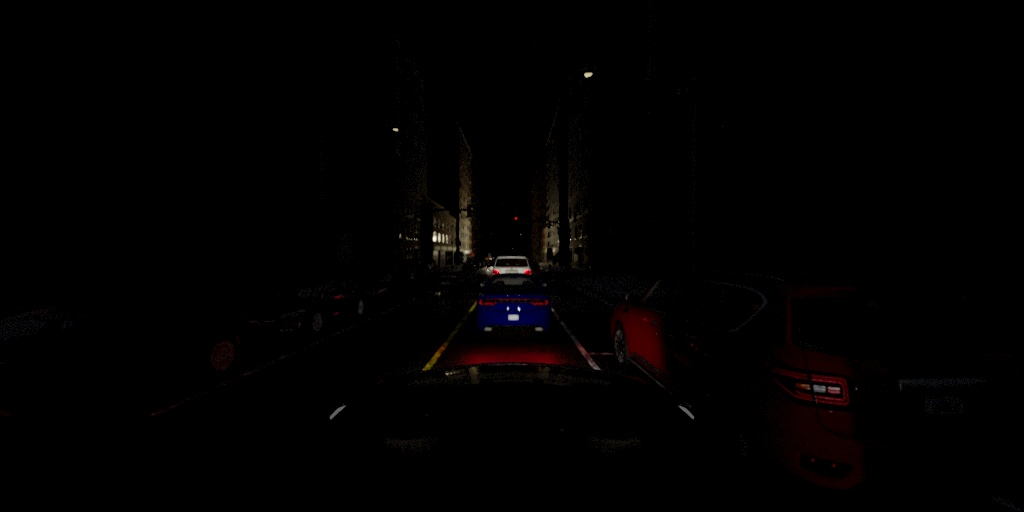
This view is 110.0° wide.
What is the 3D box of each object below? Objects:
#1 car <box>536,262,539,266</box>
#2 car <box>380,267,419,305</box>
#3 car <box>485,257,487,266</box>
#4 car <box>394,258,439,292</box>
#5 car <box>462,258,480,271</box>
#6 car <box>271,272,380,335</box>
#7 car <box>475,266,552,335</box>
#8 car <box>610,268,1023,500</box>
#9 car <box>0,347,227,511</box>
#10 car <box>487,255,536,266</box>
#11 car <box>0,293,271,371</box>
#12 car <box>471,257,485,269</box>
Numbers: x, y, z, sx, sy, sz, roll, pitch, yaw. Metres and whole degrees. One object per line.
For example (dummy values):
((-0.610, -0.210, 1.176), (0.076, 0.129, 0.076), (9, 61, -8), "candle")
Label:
((2.804, 1.358, 48.500), (1.802, 1.307, 4.207), (0, 0, 0), "car")
((-5.683, 1.333, 15.881), (1.802, 1.307, 4.207), (0, 0, 0), "car")
((-3.144, 1.317, 59.172), (1.812, 1.442, 4.674), (0, 0, 0), "car")
((-5.690, 1.067, 21.463), (2.192, 1.841, 5.009), (0, 0, 0), "car")
((-5.722, 1.358, 48.463), (1.802, 1.307, 4.207), (0, 0, 0), "car")
((-5.677, 1.300, 10.298), (2.007, 1.370, 4.403), (0, 0, 0), "car")
((0.043, 1.228, 10.523), (1.882, 1.535, 5.008), (0, 0, 0), "car")
((2.855, 1.064, 4.748), (2.192, 1.841, 5.009), (0, 0, 0), "car")
((-3.097, 1.351, 0.326), (1.895, 1.301, 4.718), (0, 0, 0), "car")
((-0.016, 0.974, 20.183), (2.150, 2.045, 5.566), (0, 0, 0), "car")
((-5.670, 1.295, 4.715), (1.888, 1.381, 4.507), (0, 0, 0), "car")
((-5.728, 1.098, 54.027), (2.192, 1.841, 5.009), (0, 0, 0), "car")
